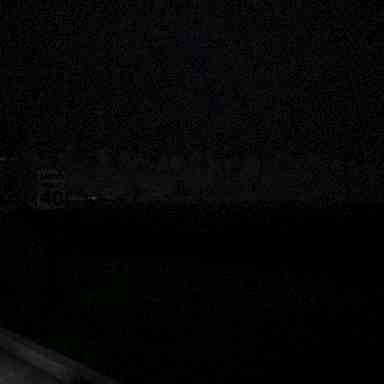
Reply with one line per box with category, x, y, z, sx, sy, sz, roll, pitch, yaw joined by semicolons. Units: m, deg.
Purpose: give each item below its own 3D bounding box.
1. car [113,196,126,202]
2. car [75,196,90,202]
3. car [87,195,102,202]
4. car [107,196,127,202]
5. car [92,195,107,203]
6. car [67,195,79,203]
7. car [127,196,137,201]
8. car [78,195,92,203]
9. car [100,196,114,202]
car;-19.112;1.792;87.728;1.994;1.385;4.181;0;0;10
car;-29.444;1.821;89.598;1.812;1.442;4.674;0;0;10
car;-26.006;1.633;88.945;2.097;1.767;4.553;0;0;10
car;-17.449;1.907;77.260;1.994;1.385;4.181;0;0;10
car;-20.882;1.718;77.948;2.097;1.767;4.553;0;0;10
car;-27.851;1.624;78.751;2.150;2.045;5.566;0;0;10
car;-15.668;1.699;87.104;1.882;1.535;5.008;0;0;10
car;-24.331;1.988;78.537;1.895;1.301;4.718;0;0;10
car;-22.556;1.737;88.351;1.882;1.535;5.008;0;0;10
